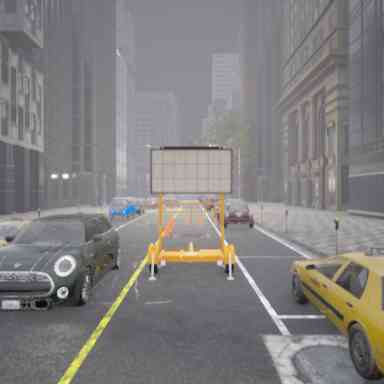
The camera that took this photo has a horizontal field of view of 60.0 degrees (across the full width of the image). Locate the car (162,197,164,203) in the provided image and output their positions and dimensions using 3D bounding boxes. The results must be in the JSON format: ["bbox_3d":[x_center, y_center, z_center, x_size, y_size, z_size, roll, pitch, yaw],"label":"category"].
[{"bbox_3d":[-5.746,1.567,50.153,1.887,1.381,4.507,0,0,0],"label":"car"}]

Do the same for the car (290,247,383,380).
[{"bbox_3d":[2.858,1.521,5.241,1.752,1.417,4.829,0,0,1],"label":"car"}]

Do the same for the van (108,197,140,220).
[{"bbox_3d":[-5.709,1.332,27.598,1.690,1.788,3.998,0,0,0],"label":"van"}]

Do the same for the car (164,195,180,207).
[{"bbox_3d":[-3.084,1.568,53.340,1.812,1.442,4.674,0,0,0],"label":"car"}]

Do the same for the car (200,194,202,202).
[{"bbox_3d":[2.771,1.472,55.793,1.967,1.590,4.097,0,0,0],"label":"car"}]

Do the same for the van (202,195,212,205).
[{"bbox_3d":[2.762,1.383,61.433,1.690,1.788,3.998,0,0,0],"label":"van"}]

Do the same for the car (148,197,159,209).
[{"bbox_3d":[-5.737,1.452,44.515,1.967,1.590,4.097,0,0,0],"label":"car"}]

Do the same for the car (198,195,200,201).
[{"bbox_3d":[2.743,1.649,72.712,1.802,1.307,4.206,0,0,0],"label":"car"}]

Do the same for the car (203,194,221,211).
[{"bbox_3d":[2.797,1.318,38.875,2.192,1.841,5.009,0,0,0],"label":"car"}]

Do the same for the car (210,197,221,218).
[{"bbox_3d":[2.815,1.431,27.595,1.967,1.590,4.097,0,0,0],"label":"car"}]

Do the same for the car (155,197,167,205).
[{"bbox_3d":[-5.764,1.624,61.432,1.802,1.307,4.206,0,0,0],"label":"car"}]

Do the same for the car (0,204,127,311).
[{"bbox_3d":[-3.114,1.346,7.968,2.097,1.767,4.553,0,0,0],"label":"car"}]

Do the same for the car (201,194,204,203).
[{"bbox_3d":[2.788,1.327,44.514,2.192,1.841,5.009,0,0,0],"label":"car"}]

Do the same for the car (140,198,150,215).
[{"bbox_3d":[-5.719,1.561,33.236,1.947,1.339,4.313,0,0,0],"label":"car"}]

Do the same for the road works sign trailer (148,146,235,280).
[{"bbox_3d":[-0.016,0.457,9.893,2.380,3.560,2.880,0,0,0],"label":"road works sign trailer"}]

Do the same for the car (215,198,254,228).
[{"bbox_3d":[2.824,1.428,21.957,1.967,1.590,4.097,0,0,0],"label":"car"}]
